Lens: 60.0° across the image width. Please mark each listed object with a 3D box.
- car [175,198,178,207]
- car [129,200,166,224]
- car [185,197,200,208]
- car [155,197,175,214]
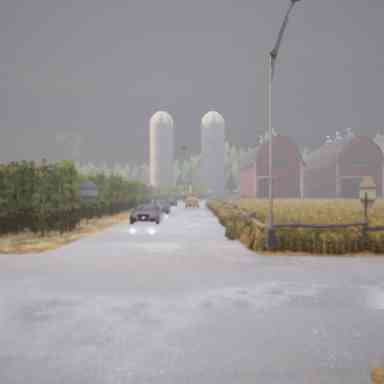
[{"bbox_3d":[-3.111,1.472,49.467,2.033,1.411,5.357,0,0,1],"label":"car"},{"bbox_3d":[-3.188,1.508,23.814,1.994,1.385,4.181,0,0,0],"label":"car"},{"bbox_3d":[0.014,1.415,46.300,1.882,1.535,5.008,0,0,0],"label":"car"},{"bbox_3d":[-3.185,1.451,34.169,2.128,1.511,4.902,0,0,0],"label":"car"}]
